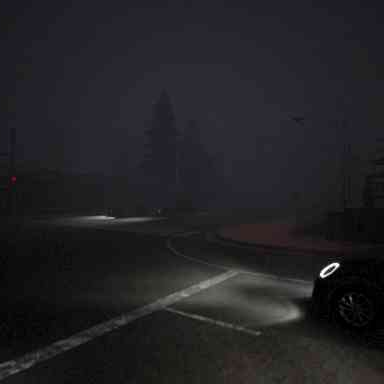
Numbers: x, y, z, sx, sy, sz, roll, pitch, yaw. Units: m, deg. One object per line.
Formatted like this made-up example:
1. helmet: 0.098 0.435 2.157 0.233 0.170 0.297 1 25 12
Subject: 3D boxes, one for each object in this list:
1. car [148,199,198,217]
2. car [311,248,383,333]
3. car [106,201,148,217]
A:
1. car: -1.358 1.449 31.226 2.128 1.511 4.902 0 0 38
2. car: 4.341 1.357 5.245 4.553 1.767 2.097 0 0 38
3. car: -5.912 1.513 31.054 1.994 1.385 4.181 0 0 38
